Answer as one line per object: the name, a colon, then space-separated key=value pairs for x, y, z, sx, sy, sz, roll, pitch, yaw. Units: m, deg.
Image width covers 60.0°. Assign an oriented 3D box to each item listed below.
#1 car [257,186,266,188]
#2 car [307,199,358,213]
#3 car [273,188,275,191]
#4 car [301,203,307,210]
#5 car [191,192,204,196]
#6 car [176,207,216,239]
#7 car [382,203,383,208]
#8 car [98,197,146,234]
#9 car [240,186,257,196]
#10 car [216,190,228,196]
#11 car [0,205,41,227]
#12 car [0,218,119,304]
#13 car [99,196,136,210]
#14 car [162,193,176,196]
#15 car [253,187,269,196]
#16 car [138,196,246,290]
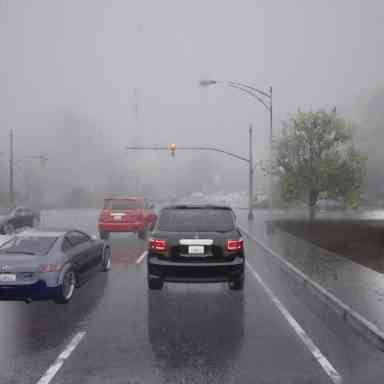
car: x=19.646 y=-0.763 z=93.035 sx=2.150 sy=2.045 sz=5.566 roll=0 pitch=3 yaw=38
car: x=15.977 y=1.646 z=37.570 sx=4.718 sy=1.301 sz=1.895 roll=-1 pitch=0 yaw=3
car: x=23.244 y=-0.477 z=92.014 sx=2.033 sy=1.411 sz=5.357 roll=0 pitch=3 yaw=38
car: x=16.084 y=1.549 z=41.070 sx=4.902 sy=1.511 sz=2.128 roll=-1 pitch=0 yaw=3
car: x=0.998 y=0.927 z=74.796 sx=2.097 sy=1.767 sz=4.553 roll=0 pitch=2 yaw=23
car: x=0.249 y=1.605 z=18.461 sx=1.994 sy=1.385 sz=4.181 roll=0 pitch=0 yaw=2
car: x=25.878 y=1.350 z=40.508 sx=4.892 sy=1.490 sz=1.837 roll=-2 pitch=0 yaw=3
car: x=-3.282 y=1.260 z=17.632 sx=2.150 sy=2.045 sz=5.566 roll=0 pitch=0 yaw=1
car: x=13.966 y=0.093 z=84.502 sx=2.097 sy=1.767 sz=4.553 roll=0 pitch=3 yaw=33
car: x=8.030 y=0.262 z=88.207 sx=2.128 sy=1.511 sz=4.902 roll=0 pitch=3 yaw=30
car: x=-10.409 y=1.533 z=18.851 sx=2.128 sy=1.511 sz=4.902 roll=0 pitch=0 yaw=2
car: x=-3.405 y=1.574 z=8.230 sx=1.994 sy=1.385 sz=4.181 roll=0 pitch=0 yaw=2
car: x=-9.999 y=1.479 z=44.976 sx=2.097 sy=1.767 sz=4.553 roll=-1 pitch=-1 yaw=37
car: x=-4.395 y=1.289 z=60.380 sx=2.150 sy=2.045 sz=5.566 roll=0 pitch=1 yaw=17
car: x=17.535 y=0.264 z=83.629 sx=1.895 sy=1.301 sz=4.718 roll=0 pitch=3 yaw=33
car: x=0.103 y=1.234 z=9.233 sx=2.150 sy=2.045 sz=5.566 roll=0 pitch=0 yaw=0
